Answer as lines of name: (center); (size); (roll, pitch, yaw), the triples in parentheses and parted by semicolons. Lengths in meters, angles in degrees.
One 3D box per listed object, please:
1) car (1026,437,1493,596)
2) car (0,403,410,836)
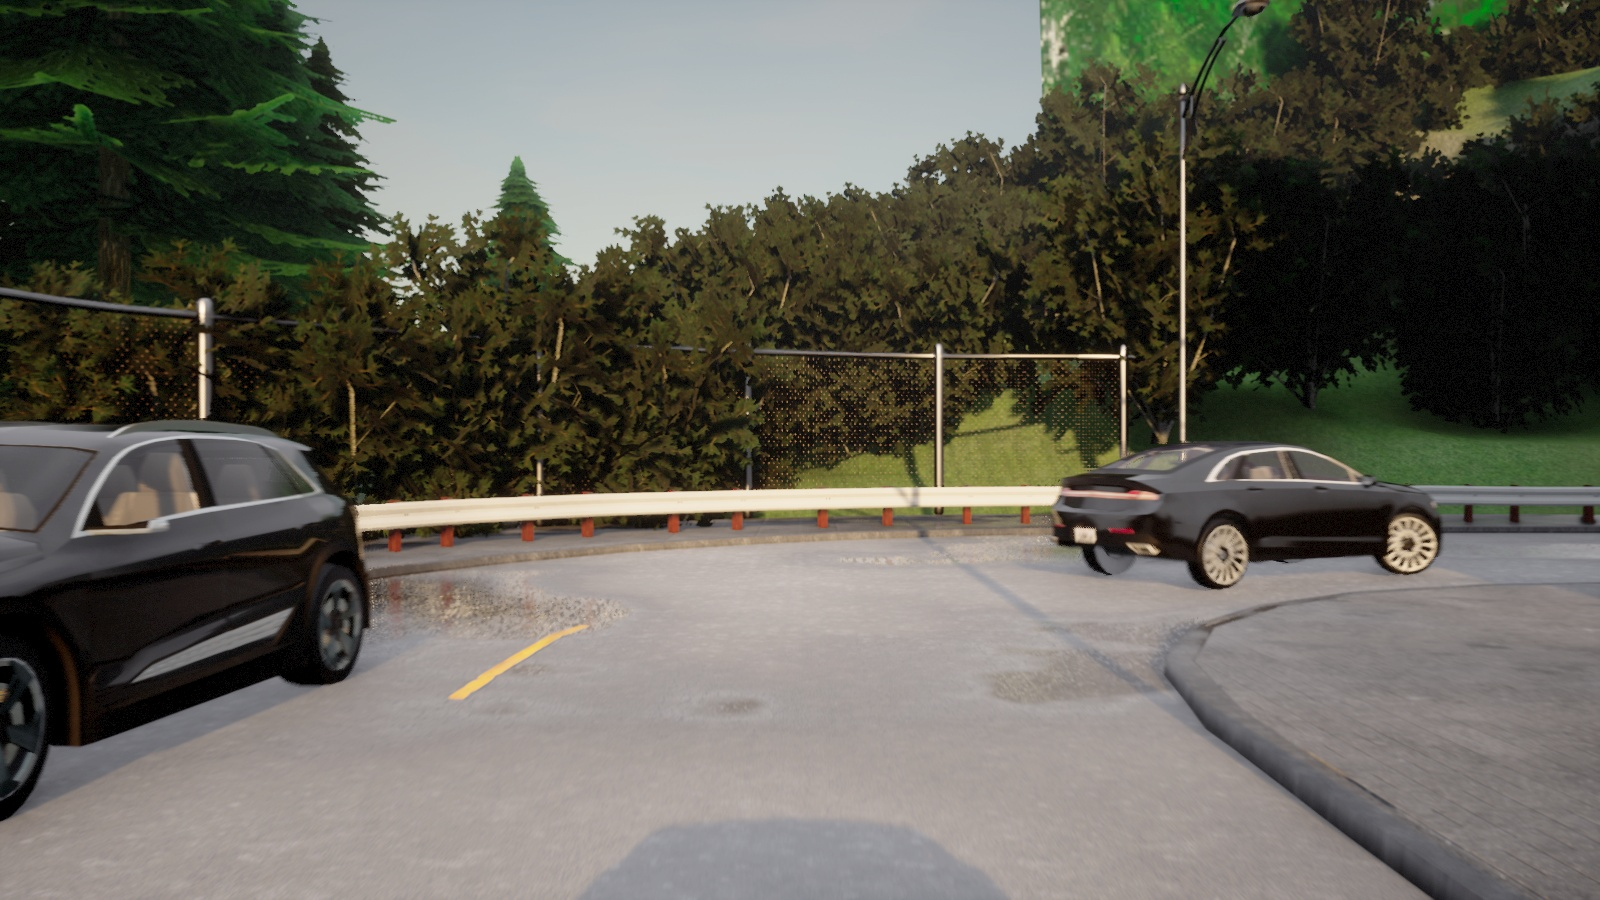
car: (5.155, 0.629, 14.001); (4.902, 1.511, 2.128); (0, 0, -27)
car: (-3.929, 0.638, 6.352); (2.033, 1.649, 4.856); (0, 0, 5)
